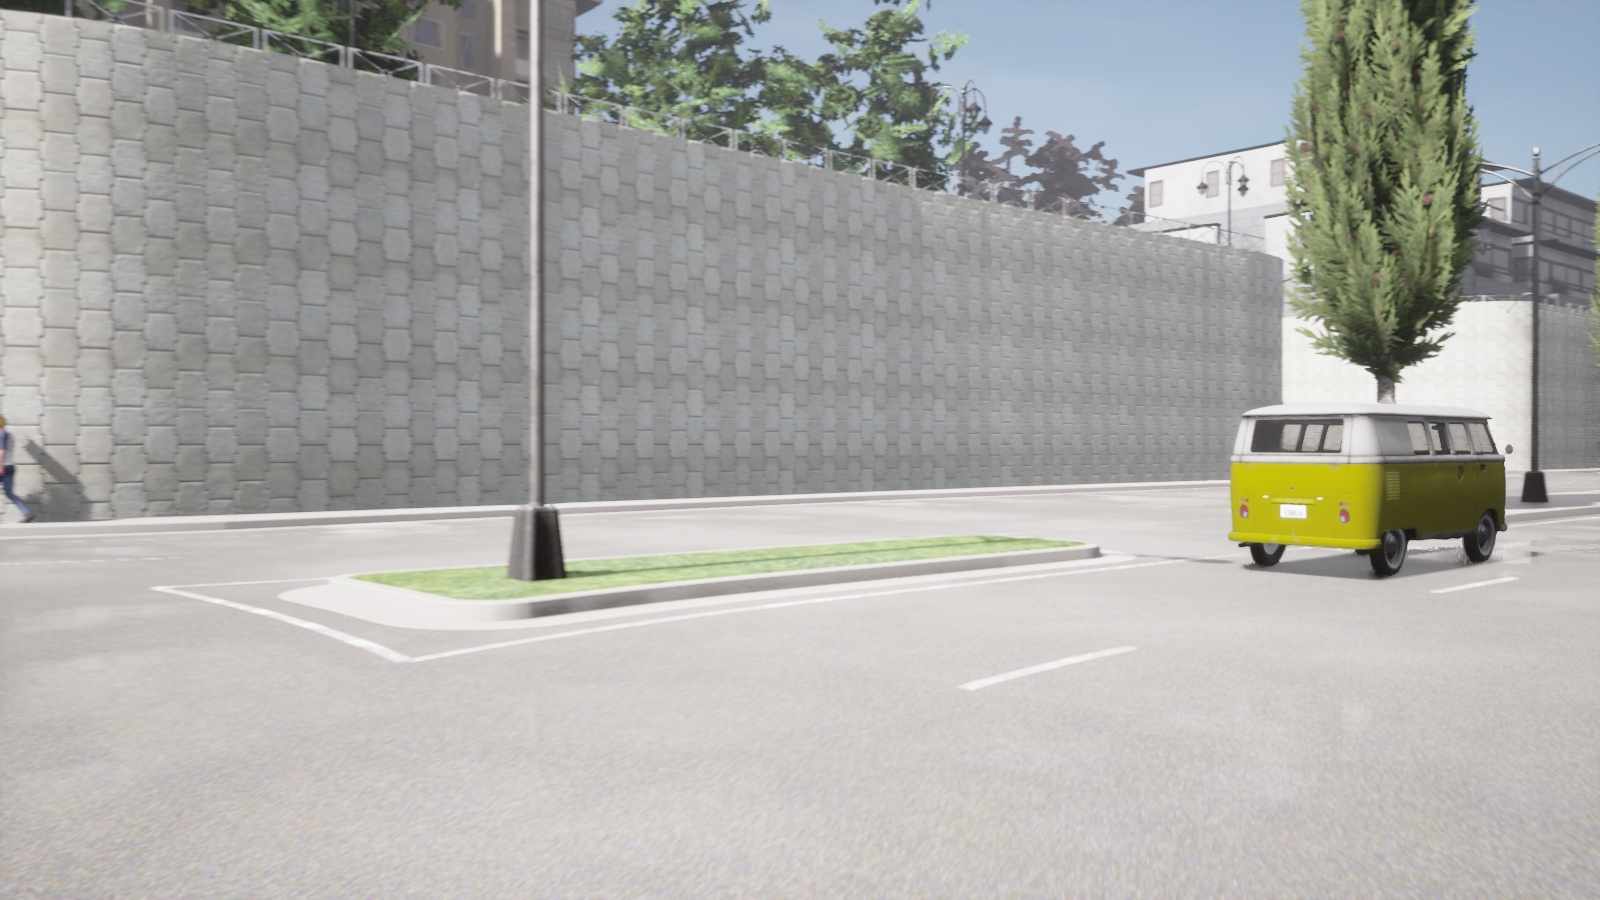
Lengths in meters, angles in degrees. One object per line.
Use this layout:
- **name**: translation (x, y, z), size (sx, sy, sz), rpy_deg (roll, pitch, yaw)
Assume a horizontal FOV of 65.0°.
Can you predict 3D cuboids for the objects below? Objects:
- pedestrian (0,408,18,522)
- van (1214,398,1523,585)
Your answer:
- **pedestrian**: translation (-13.113, 0.241, 20.314), size (0.706, 1.836, 0.354), rpy_deg (0, 0, -13)
- **van**: translation (7.120, 0.435, 15.509), size (4.442, 1.987, 1.775), rpy_deg (0, 0, -41)
